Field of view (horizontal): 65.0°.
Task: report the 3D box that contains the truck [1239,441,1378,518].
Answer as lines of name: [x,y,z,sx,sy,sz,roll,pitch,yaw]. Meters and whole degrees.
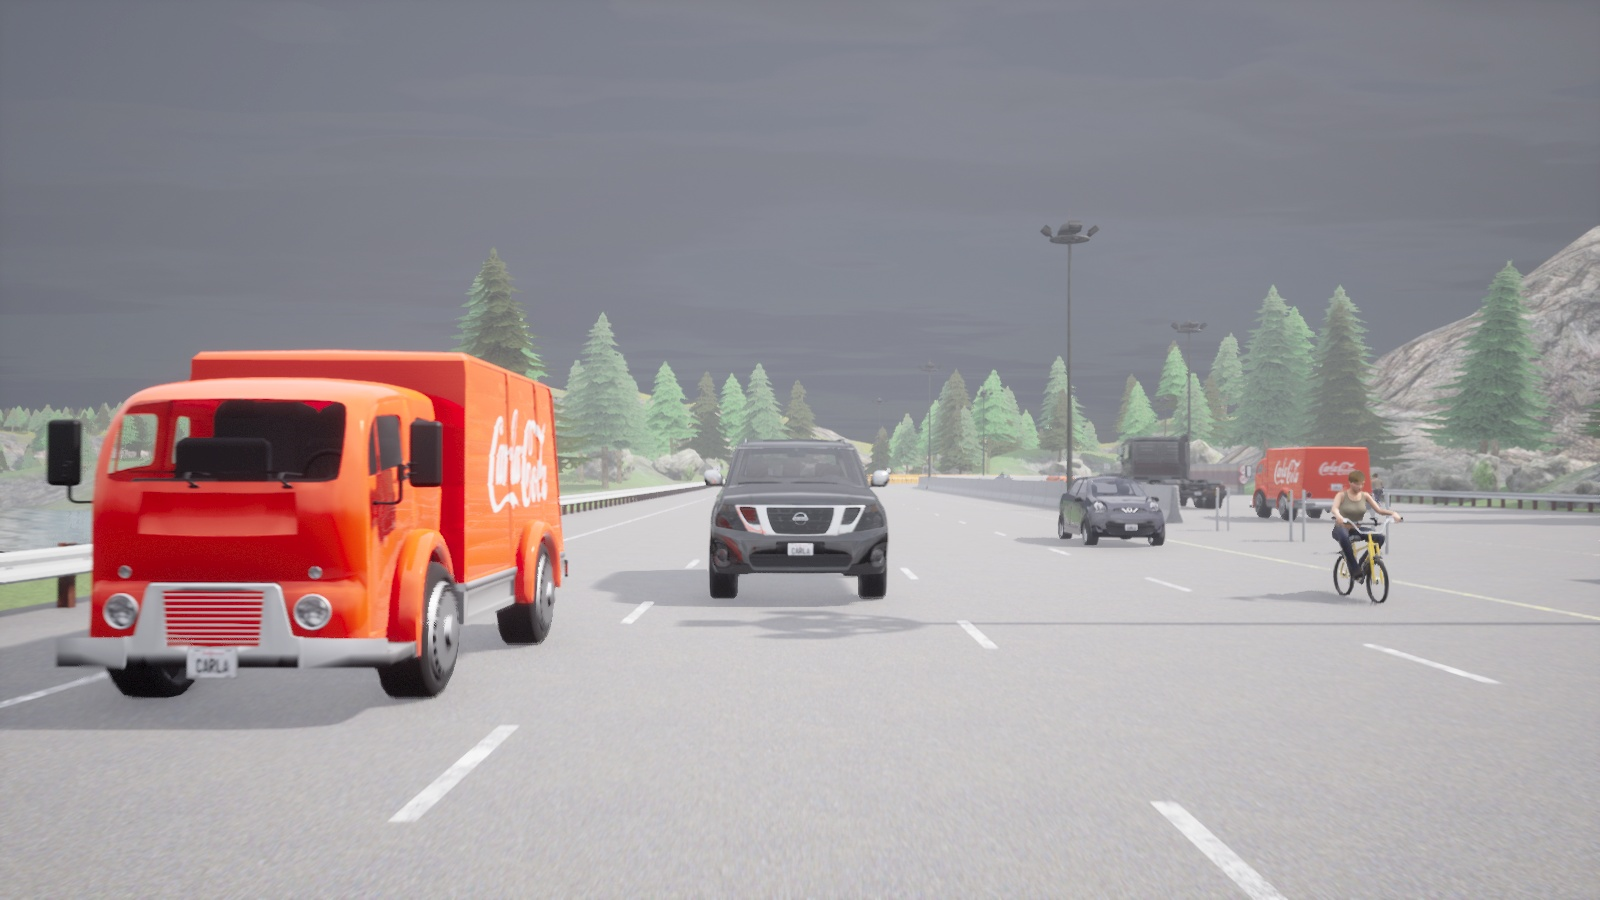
truck: [17.389,1.013,43.287,2.627,2.467,5.204,0,-1,0]

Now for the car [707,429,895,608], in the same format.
car: [-0.059,0.836,17.216,2.150,2.045,5.566,0,-1,-2]

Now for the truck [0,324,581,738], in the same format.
truck: [-3.528,0.517,10.115,2.627,2.467,5.204,0,-1,0]

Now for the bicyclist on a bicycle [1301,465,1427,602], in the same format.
bicyclist on a bicycle: [6.965,0.998,15.598,0.866,1.612,1.509,0,-1,0]

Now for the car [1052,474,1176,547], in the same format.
car: [6.930,1.293,28.053,1.845,1.501,3.633,0,-1,0]

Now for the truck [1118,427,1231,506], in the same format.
truck: [17.348,0.793,58.787,2.891,3.462,7.936,0,-1,0]
